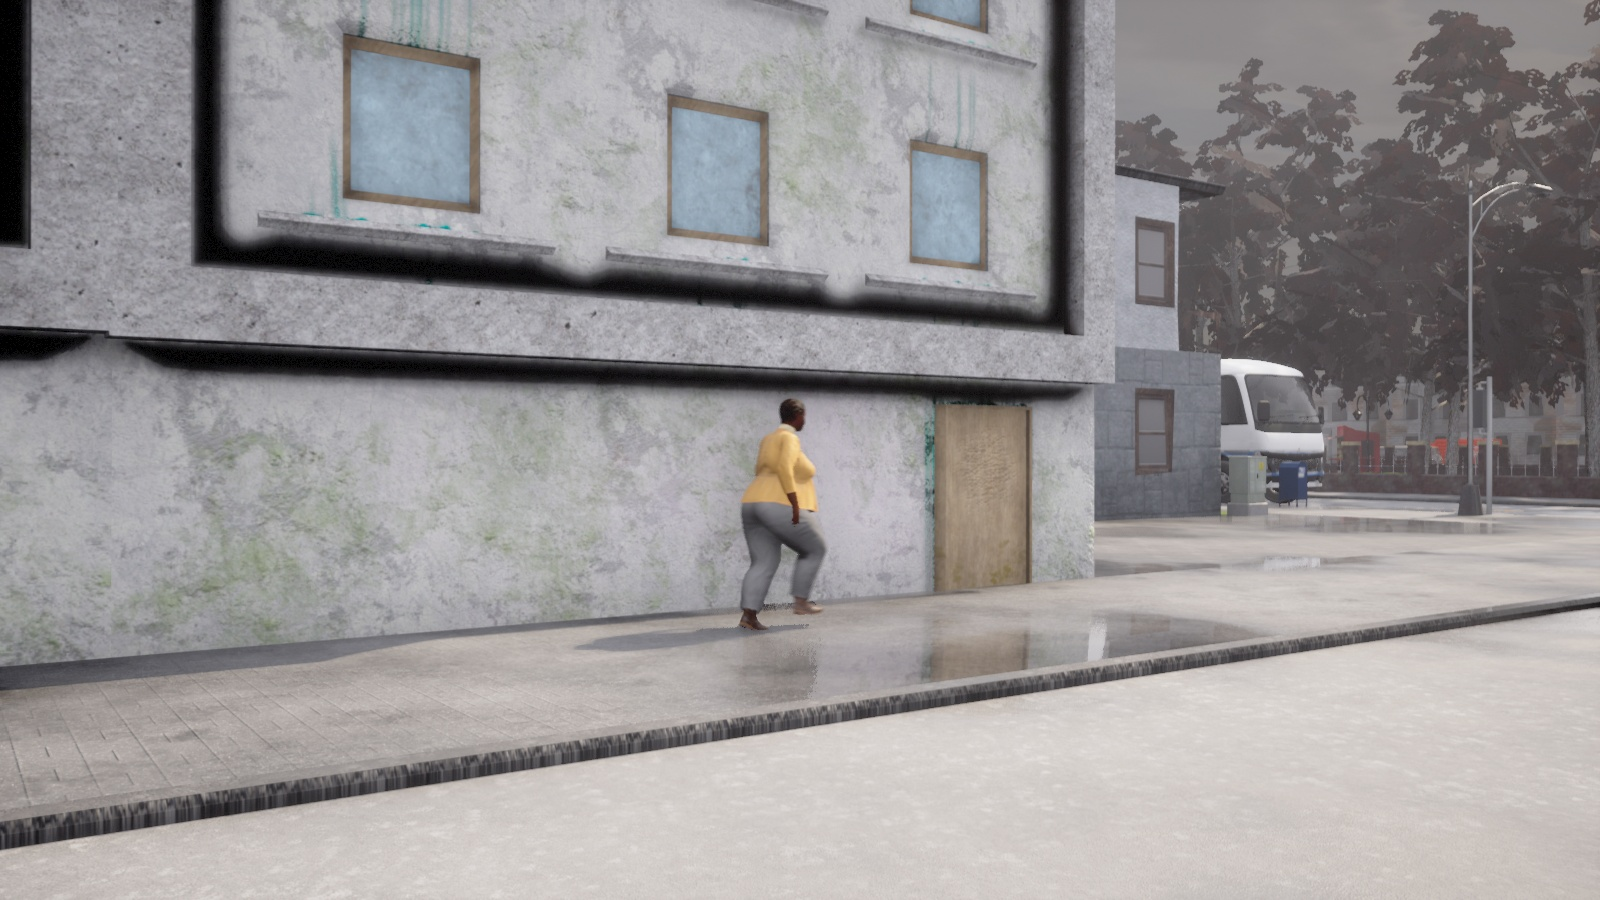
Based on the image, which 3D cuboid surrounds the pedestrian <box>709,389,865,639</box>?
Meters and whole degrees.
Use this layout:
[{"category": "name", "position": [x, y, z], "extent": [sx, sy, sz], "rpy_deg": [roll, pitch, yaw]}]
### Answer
[{"category": "pedestrian", "position": [-0.110, 0.475, 9.912], "extent": [0.900, 1.855, 0.874], "rpy_deg": [0, 0, -33]}]

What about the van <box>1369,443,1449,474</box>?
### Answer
[{"category": "van", "position": [40.358, 0.556, 83.287], "extent": [1.775, 1.987, 4.442], "rpy_deg": [0, 0, -35]}]

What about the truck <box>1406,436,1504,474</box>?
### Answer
[{"category": "truck", "position": [44.173, 0.310, 84.808], "extent": [2.627, 2.467, 5.204], "rpy_deg": [0, 0, -35]}]

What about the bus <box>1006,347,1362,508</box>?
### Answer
[{"category": "bus", "position": [11.393, -0.584, 38.731], "extent": [3.944, 4.253, 10.273], "rpy_deg": [0, 0, -34]}]
